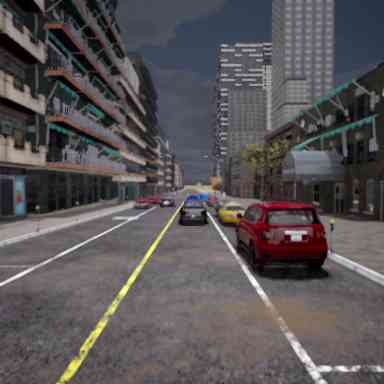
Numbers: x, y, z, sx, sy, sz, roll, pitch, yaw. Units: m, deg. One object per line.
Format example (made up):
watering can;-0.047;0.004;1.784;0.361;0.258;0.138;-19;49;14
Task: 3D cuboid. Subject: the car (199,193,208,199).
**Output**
car;2.688;0.859;77.752;1.887;1.381;4.507;-1;1;0

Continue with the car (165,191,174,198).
car;-5.694;0.702;83.289;1.967;1.590;4.097;-1;1;0

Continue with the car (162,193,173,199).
car;-5.693;0.866;77.711;2.008;1.369;4.403;-1;1;0

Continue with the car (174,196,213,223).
car;0.094;1.296;23.193;2.128;1.511;4.902;0;1;0

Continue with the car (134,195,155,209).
car;-5.698;1.251;38.649;1.802;1.307;4.206;-1;0;0

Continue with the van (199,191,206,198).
van;2.686;0.549;88.910;1.690;1.788;3.998;-1;1;0

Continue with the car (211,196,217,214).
car;2.684;1.316;27.533;2.008;1.369;4.403;-1;0;0

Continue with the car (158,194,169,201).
car;-5.694;0.999;66.549;1.802;1.307;4.206;-1;1;0

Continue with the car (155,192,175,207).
car;-3.072;1.128;42.228;2.128;1.511;4.902;0;1;0

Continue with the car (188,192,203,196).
car;0.100;1.115;42.153;1.882;1.535;5.008;0;1;0

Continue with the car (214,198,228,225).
car;2.669;1.337;22.124;1.752;1.417;4.829;-1;0;0

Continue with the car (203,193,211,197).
car;2.683;1.201;44.273;1.802;1.307;4.206;-1;1;0

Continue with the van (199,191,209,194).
van;2.682;0.758;66.589;1.690;1.788;3.998;-1;1;0

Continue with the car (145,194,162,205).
car;-5.697;1.114;49.809;1.887;1.381;4.507;-1;1;0

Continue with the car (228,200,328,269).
car;2.640;1.223;10.793;2.192;1.841;5.009;-1;0;0
